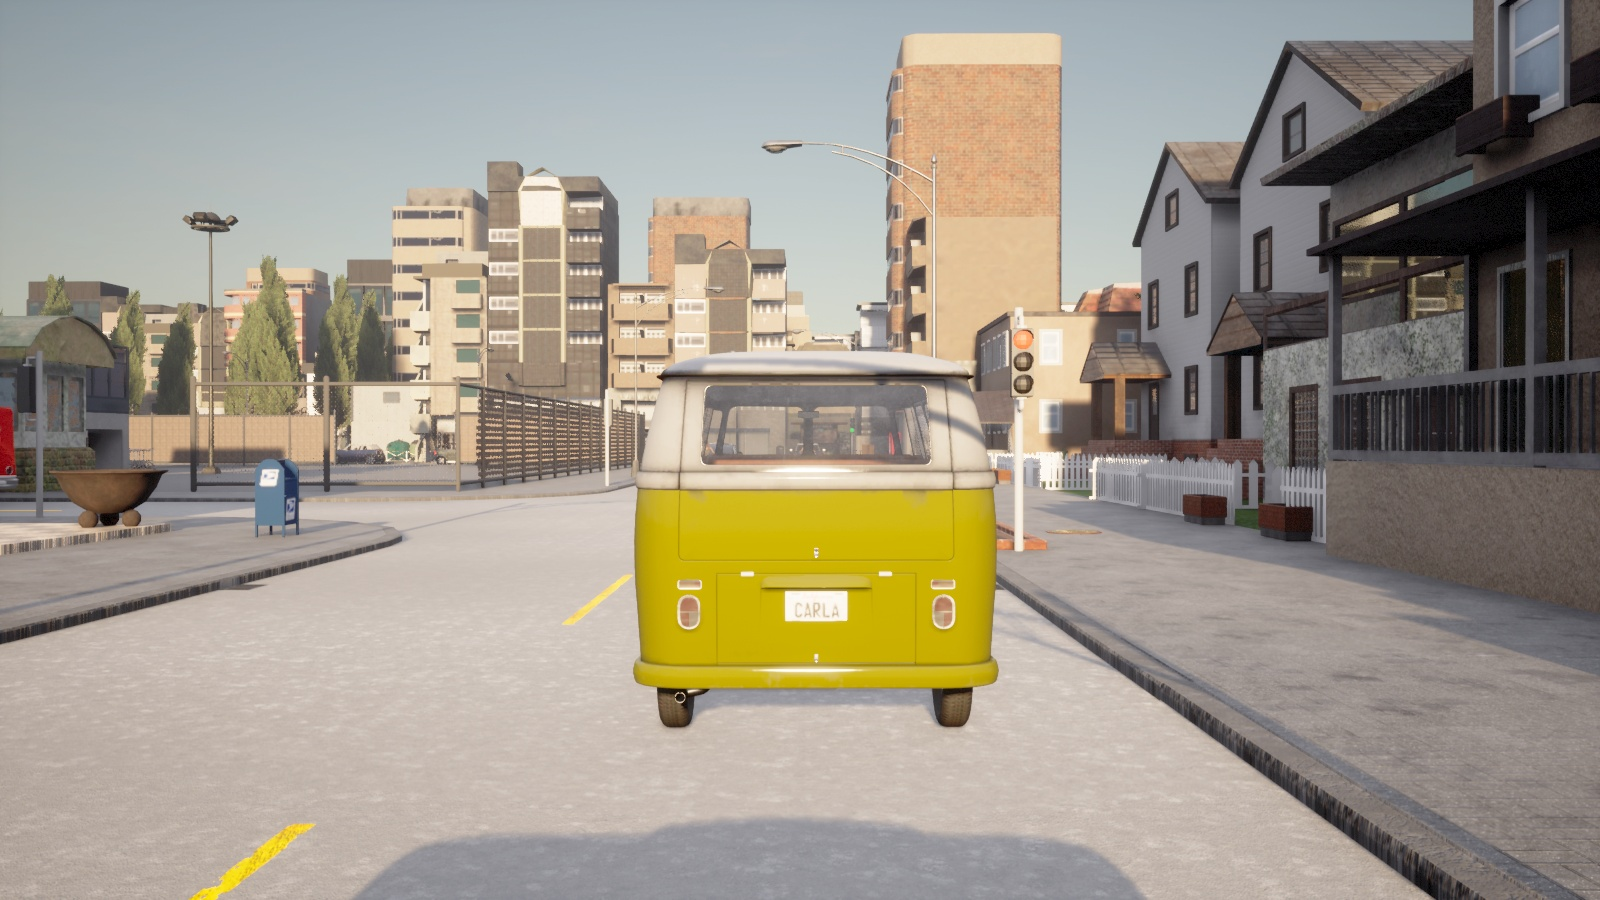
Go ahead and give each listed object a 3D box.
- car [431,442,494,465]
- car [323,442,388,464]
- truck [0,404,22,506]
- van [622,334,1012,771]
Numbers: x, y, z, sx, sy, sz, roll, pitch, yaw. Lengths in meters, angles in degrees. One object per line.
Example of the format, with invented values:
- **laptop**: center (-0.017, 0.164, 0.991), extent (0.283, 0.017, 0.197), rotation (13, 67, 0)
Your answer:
- **car**: center (-22.380, 0.236, 83.458), extent (3.705, 1.549, 1.789), rotation (0, 0, 0)
- **car**: center (-30.965, 0.193, 87.498), extent (3.806, 1.475, 1.970), rotation (0, 0, 0)
- **truck**: center (-21.931, 0.084, 29.864), extent (5.204, 2.467, 2.627), rotation (1, 0, 1)
- **van**: center (0.070, 0.454, 7.932), extent (1.775, 1.987, 4.442), rotation (0, 0, 0)
